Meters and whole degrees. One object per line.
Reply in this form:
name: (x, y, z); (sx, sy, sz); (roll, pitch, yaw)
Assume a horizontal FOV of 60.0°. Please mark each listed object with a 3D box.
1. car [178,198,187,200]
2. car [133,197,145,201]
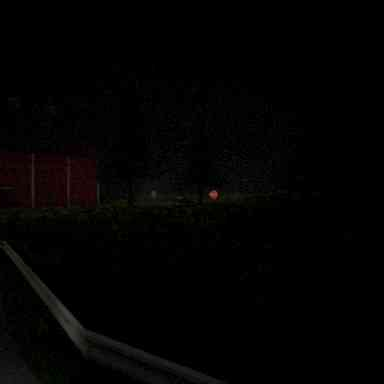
car: (-1.837, 1.949, 63.009); (2.128, 1.511, 4.902); (-1, 0, 36)
car: (-14.947, 2.243, 91.860); (1.816, 1.474, 4.193); (-1, 0, 35)
